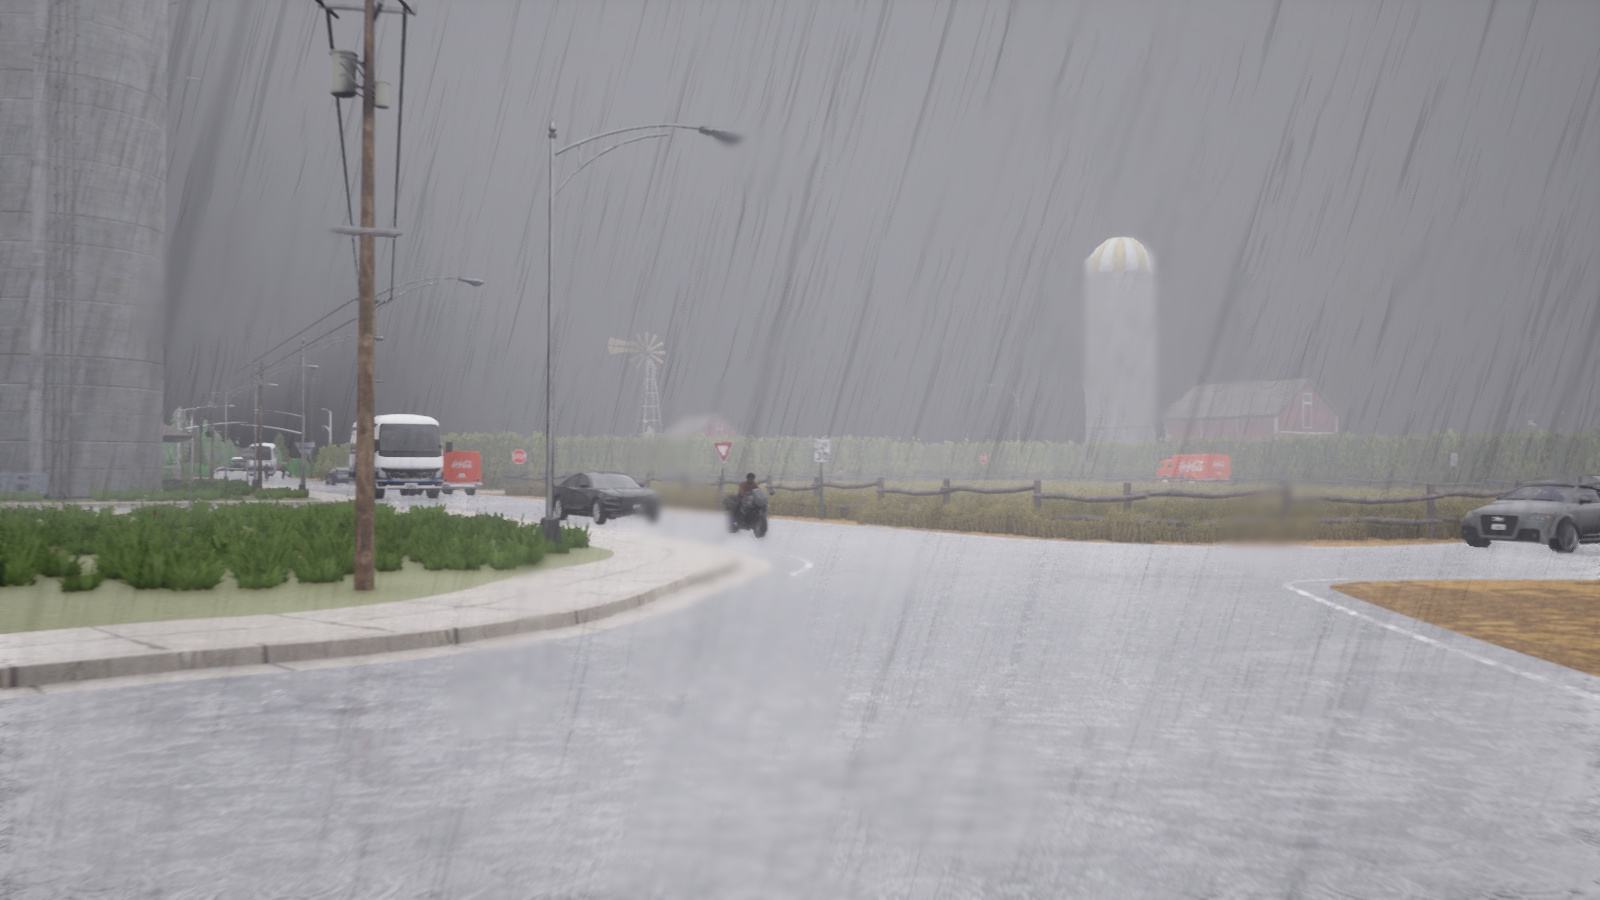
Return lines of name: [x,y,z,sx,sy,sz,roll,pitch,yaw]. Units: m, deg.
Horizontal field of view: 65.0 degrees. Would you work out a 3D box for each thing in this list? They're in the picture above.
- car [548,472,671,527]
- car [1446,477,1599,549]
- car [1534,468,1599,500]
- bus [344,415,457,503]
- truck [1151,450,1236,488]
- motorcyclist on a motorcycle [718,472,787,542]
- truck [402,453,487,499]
car: [-5.788,1.423,37.630,1.882,1.535,5.008,0,-1,-31]
car: [15.992,1.287,26.764,4.181,1.385,1.994,0,-1,-30]
car: [38.194,1.601,60.142,2.163,1.488,4.792,0,-1,-28]
bus: [-21.051,0.502,65.630,3.944,4.253,10.273,0,-1,-27]
truck: [27.221,1.332,87.054,2.627,2.467,5.204,0,-2,-28]
motorcyclist on a motorcycle: [-1.125,1.294,29.136,0.797,1.523,2.044,0,0,-28]
truck: [-19.782,1.445,69.733,2.627,2.467,5.204,1,-1,-39]
